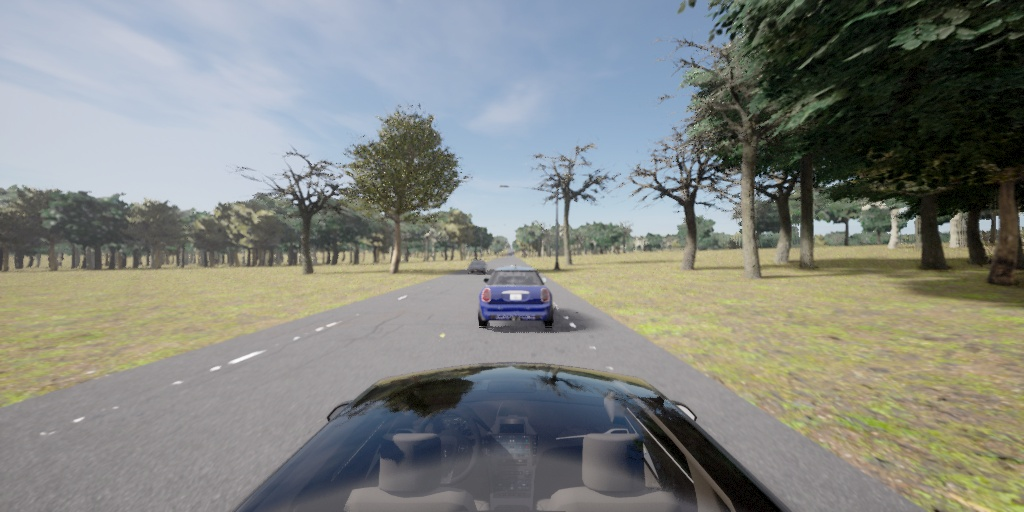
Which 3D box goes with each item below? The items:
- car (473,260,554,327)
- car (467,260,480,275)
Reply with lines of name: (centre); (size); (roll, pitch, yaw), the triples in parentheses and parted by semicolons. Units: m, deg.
car: (0.100, 1.102, 11.642); (2.097, 1.767, 4.553); (0, 0, 0)
car: (-3.584, 1.193, 37.913); (1.837, 1.490, 4.892); (0, 0, 0)
